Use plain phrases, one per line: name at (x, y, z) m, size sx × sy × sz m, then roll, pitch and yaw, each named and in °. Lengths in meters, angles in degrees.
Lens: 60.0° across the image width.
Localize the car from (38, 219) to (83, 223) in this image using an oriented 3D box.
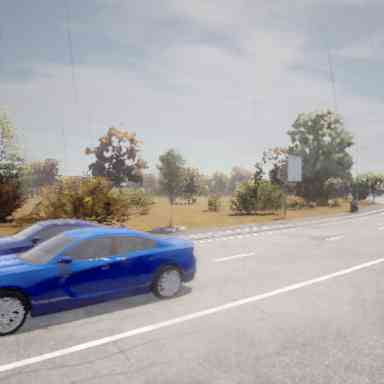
car at (-4.156, 1.557, 9.759) m, size 4.674 × 1.442 × 1.812 m, roll 0°, pitch 0°, yaw -37°

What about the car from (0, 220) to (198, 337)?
car at (-2.182, 1.500, 6.877) m, size 5.008 × 1.535 × 1.882 m, roll 0°, pitch 0°, yaw -37°
